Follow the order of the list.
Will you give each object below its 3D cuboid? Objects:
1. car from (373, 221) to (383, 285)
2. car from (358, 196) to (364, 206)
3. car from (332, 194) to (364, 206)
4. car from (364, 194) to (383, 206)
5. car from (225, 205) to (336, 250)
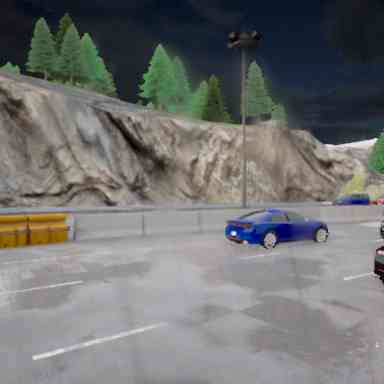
[{"bbox_3d":[6.249,1.498,7.749,4.902,1.511,2.128,0,0,-32],"label":"car"},{"bbox_3d":[25.147,1.570,43.807,5.357,1.411,2.033,0,0,-19],"label":"car"},{"bbox_3d":[22.367,1.242,46.538,5.566,2.045,2.150,0,0,-19],"label":"car"},{"bbox_3d":[23.778,1.241,39.629,5.566,2.045,2.150,0,0,-20],"label":"car"},{"bbox_3d":[3.774,1.482,14.423,5.008,1.535,1.882,0,0,-31],"label":"car"}]
